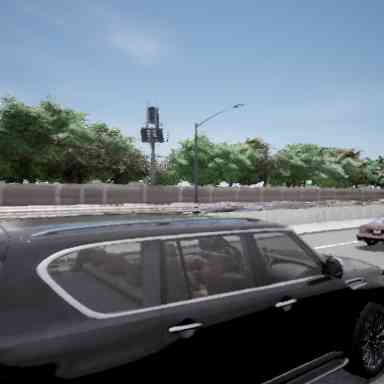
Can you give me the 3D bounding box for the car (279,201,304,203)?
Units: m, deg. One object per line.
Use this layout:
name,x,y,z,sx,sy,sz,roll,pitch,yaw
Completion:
car,7.436,1.582,26.487,4.553,1.767,2.097,0,-1,-35

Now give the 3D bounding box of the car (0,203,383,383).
car,0.204,1.260,3.917,5.566,2.045,2.150,0,-1,-35

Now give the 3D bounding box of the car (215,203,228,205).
car,2.986,1.791,31.909,4.902,1.511,2.128,0,-1,-35
